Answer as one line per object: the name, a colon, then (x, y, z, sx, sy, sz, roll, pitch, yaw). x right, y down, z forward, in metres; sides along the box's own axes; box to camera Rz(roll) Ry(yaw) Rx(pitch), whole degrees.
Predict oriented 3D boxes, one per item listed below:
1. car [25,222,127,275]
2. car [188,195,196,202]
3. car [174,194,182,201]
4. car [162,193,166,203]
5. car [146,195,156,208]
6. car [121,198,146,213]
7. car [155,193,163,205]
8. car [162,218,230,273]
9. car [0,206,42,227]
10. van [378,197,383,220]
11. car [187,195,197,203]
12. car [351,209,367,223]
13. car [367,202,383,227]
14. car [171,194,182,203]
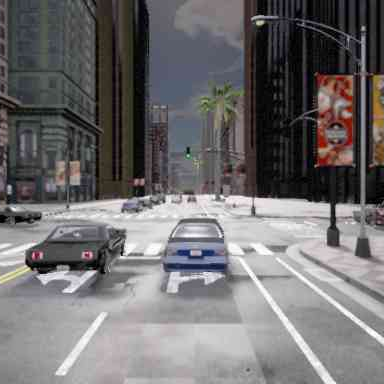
car: (-3.262, 1.596, 10.429, 1.895, 1.301, 4.718, 0, 0, -2)
car: (-0.005, 1.509, 79.403, 2.033, 1.411, 5.357, 0, 0, 0)
car: (-3.256, 1.280, 78.333, 1.882, 1.535, 5.008, 0, 0, 0)
car: (-6.505, 1.195, 67.695, 2.150, 2.045, 5.566, 0, 0, 0)
car: (-6.589, 1.545, 46.859, 1.994, 1.385, 4.181, 0, 0, 0)
car: (-6.587, 1.510, 36.853, 1.812, 1.442, 4.674, 0, 0, -1)
car: (-6.504, 1.455, 57.082, 1.882, 1.535, 5.008, 0, 0, 0)
car: (0.225, 1.543, 10.662, 2.033, 1.411, 5.357, 0, 0, 3)
car: (-12.768, 1.591, 22.554, 4.718, 1.301, 1.895, 0, 0, 14)
van: (17.064, 1.303, 26.061, 3.998, 1.788, 1.690, 0, 0, 0)
car: (-0.005, 1.498, 69.182, 1.812, 1.442, 4.674, 0, 0, 0)
car: (13.736, 1.499, 23.395, 4.674, 1.442, 1.812, 0, 0, 2)
car: (13.611, 1.336, 20.191, 4.553, 1.767, 2.097, 0, 0, -1)
car: (-3.255, 1.496, 68.329, 1.812, 1.442, 4.674, 0, 0, 0)
